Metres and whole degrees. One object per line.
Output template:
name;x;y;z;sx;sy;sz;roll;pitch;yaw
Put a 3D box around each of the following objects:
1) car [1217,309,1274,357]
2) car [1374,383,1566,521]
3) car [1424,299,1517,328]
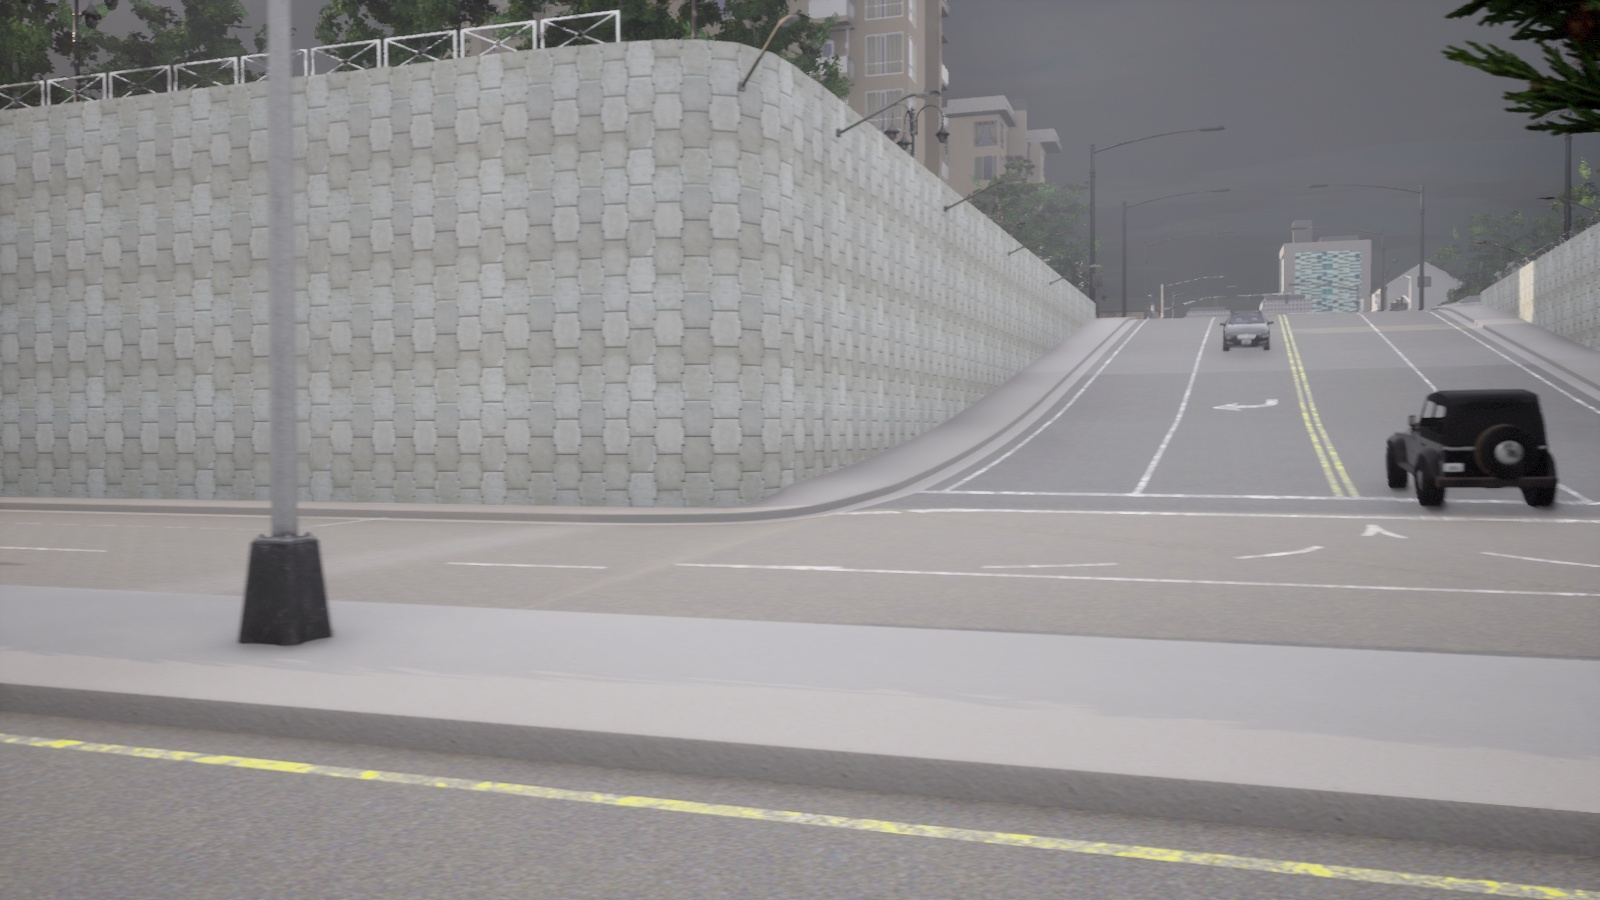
car;18.727;-4.945;52.795;2.128;1.511;4.902;1;11;20
car;11.015;-0.053;20.957;1.905;1.878;3.866;0;6;14
car;40.185;-8.204;75.403;4.674;1.442;1.812;1;1;20
